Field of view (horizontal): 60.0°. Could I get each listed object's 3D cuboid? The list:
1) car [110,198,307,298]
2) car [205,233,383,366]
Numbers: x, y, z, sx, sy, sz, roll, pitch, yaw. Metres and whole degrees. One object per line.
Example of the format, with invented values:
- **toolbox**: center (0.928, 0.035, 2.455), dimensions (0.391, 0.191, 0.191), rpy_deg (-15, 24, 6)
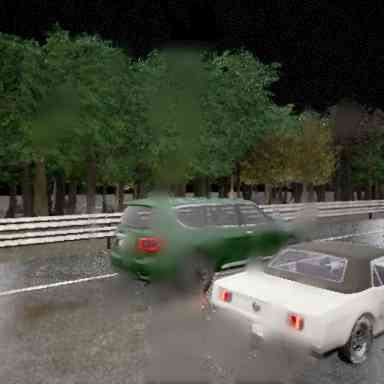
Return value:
- **car**: center (0.691, 1.154, 8.608), dimensions (5.566, 2.045, 2.150), rpy_deg (-1, 0, -36)
- **car**: center (2.705, 1.533, 5.727), dimensions (4.718, 1.301, 1.895), rpy_deg (-1, 0, -36)
